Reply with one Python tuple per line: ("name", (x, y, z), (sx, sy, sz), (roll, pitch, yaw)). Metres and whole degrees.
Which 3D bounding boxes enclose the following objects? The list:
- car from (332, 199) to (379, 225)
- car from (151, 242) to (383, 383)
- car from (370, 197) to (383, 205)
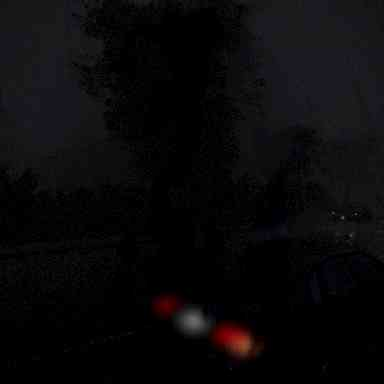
("car", (12.045, 1.516, 24.874), (2.128, 1.511, 4.902), (0, 0, 41))
("car", (1.986, 1.557, 5.414), (5.357, 1.411, 2.033), (0, 0, -38))
("car", (33.484, 1.568, 60.643), (2.033, 1.411, 5.357), (0, 0, 20))
